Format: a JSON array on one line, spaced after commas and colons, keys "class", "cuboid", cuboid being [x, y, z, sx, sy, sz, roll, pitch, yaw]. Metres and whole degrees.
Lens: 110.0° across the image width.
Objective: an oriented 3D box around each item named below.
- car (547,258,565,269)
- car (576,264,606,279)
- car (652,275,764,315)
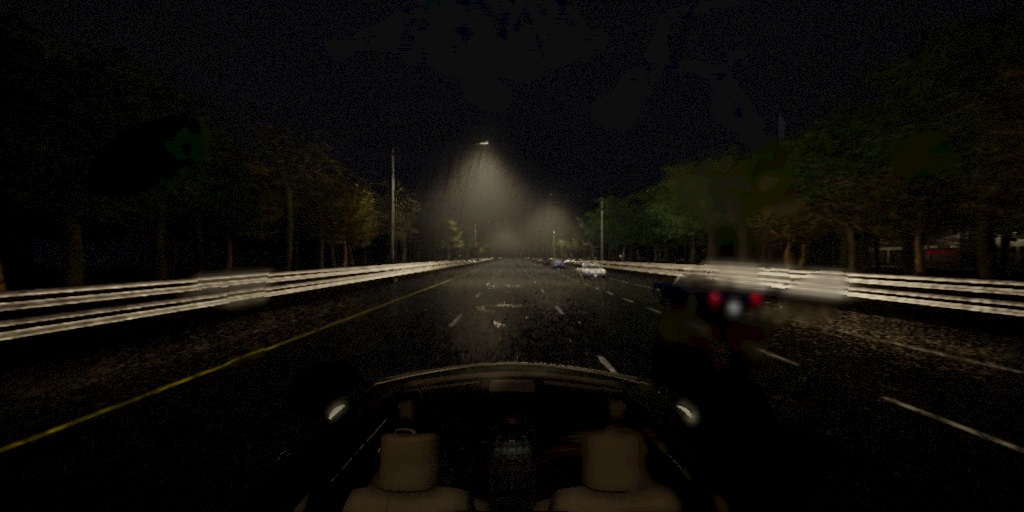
[{"class": "car", "cuboid": [7.137, 1.335, 56.425, 2.033, 1.411, 5.357, 0, 0, 0]}, {"class": "car", "cuboid": [7.042, 1.372, 32.445, 1.895, 1.301, 4.718, 0, 0, 0]}, {"class": "car", "cuboid": [7.005, 1.358, 13.530, 1.895, 1.301, 4.718, 0, 0, 0]}]
